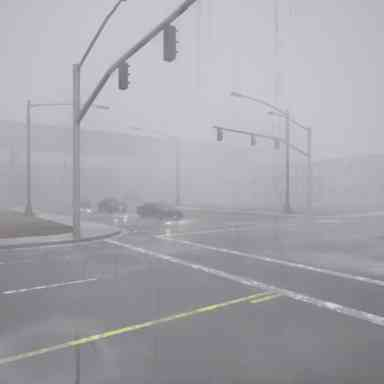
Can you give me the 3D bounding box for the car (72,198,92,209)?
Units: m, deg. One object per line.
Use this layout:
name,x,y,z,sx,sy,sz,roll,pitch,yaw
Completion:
car,-15.030,1.564,45.282,1.994,1.385,4.181,0,0,-30

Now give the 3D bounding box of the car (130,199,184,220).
car,-2.887,1.547,28.251,2.033,1.411,5.357,0,0,-36

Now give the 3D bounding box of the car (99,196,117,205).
car,-14.992,1.526,59.810,1.812,1.442,4.674,0,0,3

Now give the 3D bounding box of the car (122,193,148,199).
car,-12.303,1.223,69.377,2.150,2.045,5.566,0,0,29

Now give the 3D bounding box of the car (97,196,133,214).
car,-8.759,1.491,36.239,2.128,1.511,4.902,0,0,-36
